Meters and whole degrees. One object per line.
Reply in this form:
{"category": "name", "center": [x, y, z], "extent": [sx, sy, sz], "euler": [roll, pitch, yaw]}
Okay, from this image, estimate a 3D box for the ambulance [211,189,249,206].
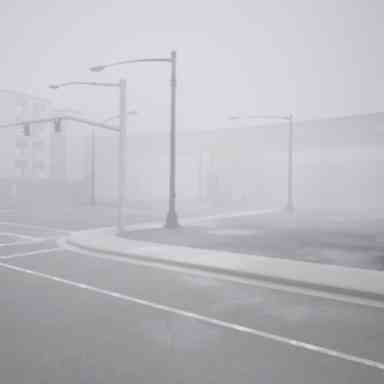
{"category": "ambulance", "center": [5.710, 0.814, 50.184], "extent": [6.366, 2.431, 2.351], "euler": [0, 1, -40]}
